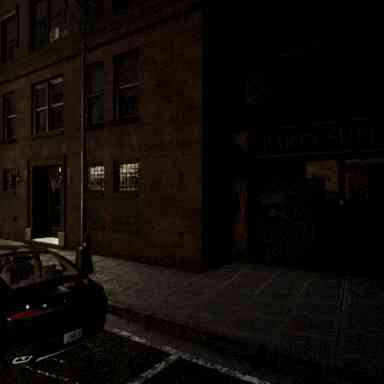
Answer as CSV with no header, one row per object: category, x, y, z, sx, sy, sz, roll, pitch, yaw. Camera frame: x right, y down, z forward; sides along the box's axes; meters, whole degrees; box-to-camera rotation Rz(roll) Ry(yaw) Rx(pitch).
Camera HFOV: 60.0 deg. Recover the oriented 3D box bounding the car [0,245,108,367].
car,-3.248,1.550,5.410,4.403,1.369,2.008,0,0,36
